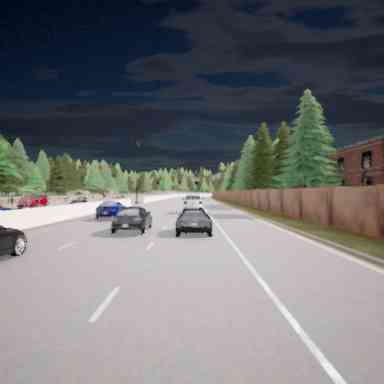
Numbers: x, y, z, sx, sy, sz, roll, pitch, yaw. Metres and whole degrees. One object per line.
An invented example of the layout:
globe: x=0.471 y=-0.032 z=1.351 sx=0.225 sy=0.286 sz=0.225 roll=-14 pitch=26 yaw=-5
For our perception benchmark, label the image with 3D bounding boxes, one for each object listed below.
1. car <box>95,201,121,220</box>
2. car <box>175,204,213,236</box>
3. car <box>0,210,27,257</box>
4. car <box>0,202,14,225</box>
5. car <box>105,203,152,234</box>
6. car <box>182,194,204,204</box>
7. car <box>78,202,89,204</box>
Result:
car: x=-6.896 y=1.508 z=28.850 sx=1.882 sy=1.535 sz=5.008 roll=0 pitch=0 yaw=0
car: x=0.102 y=1.584 z=18.696 sx=1.994 sy=1.385 sz=4.181 roll=0 pitch=0 yaw=0
car: x=-6.899 y=1.516 z=10.121 sx=1.837 sy=1.490 sz=4.892 roll=0 pitch=0 yaw=0
car: x=-14.093 y=1.501 z=22.081 sx=1.882 sy=1.535 sz=5.008 roll=0 pitch=0 yaw=0
car: x=-3.411 y=1.546 z=19.250 sx=1.812 sy=1.442 sz=4.674 roll=0 pitch=0 yaw=0
car: x=0.105 y=1.260 z=37.094 sx=2.150 sy=2.045 sz=5.566 roll=0 pitch=0 yaw=0
car: x=-17.532 y=1.619 z=51.988 sx=1.994 sy=1.385 sz=4.181 roll=0 pitch=0 yaw=1
